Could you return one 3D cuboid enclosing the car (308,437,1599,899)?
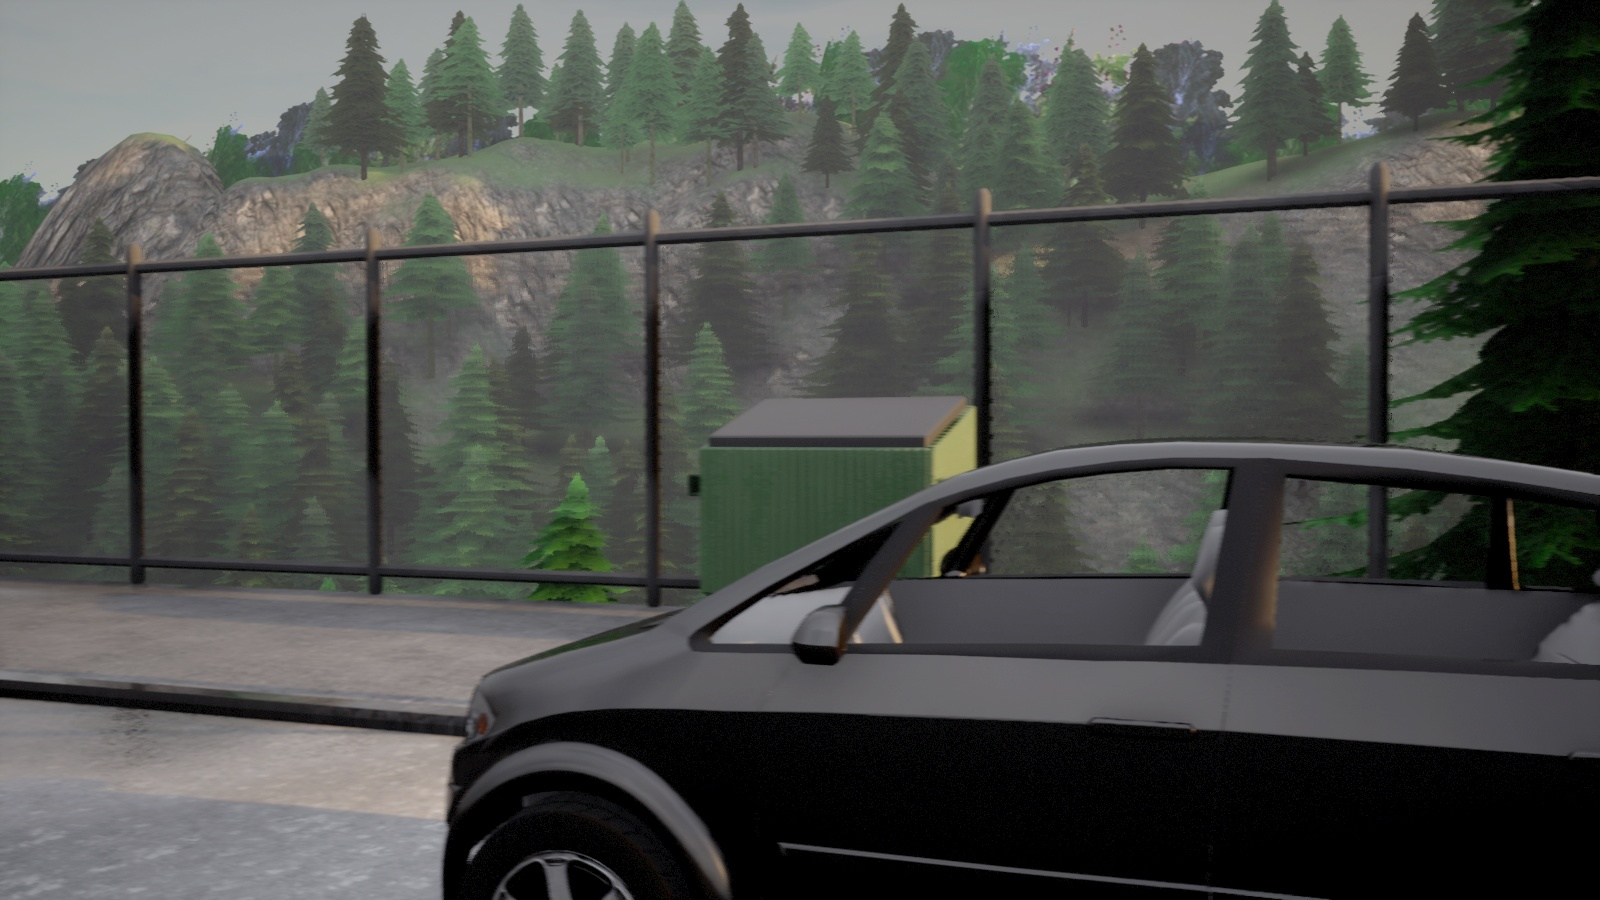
[{"bbox_3d":[0.792,0.753,3.452,3.705,1.549,1.789,1,1,19],"label":"car"}]
